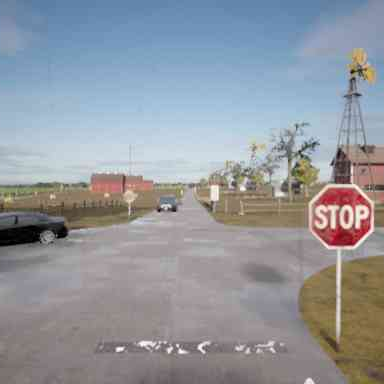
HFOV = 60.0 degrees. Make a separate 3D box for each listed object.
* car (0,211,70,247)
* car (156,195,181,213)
[{"bbox_3d":[-8.024,1.635,14.546,5.008,1.535,1.882,-3,4,-31],"label":"car"},{"bbox_3d":[-2.793,1.393,38.362,2.150,2.045,5.566,0,1,0],"label":"car"}]
